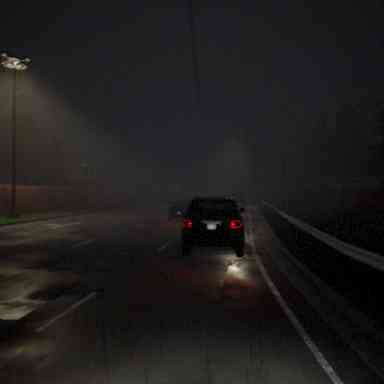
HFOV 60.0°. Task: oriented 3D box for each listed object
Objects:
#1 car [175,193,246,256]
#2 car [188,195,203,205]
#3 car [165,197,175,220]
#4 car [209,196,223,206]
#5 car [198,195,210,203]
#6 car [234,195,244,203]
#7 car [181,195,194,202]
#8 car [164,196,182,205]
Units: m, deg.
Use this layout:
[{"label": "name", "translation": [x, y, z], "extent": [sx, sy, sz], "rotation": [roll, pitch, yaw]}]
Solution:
[{"label": "car", "translation": [0.925, 1.186, 13.209], "extent": [2.150, 2.045, 5.566], "rotation": [0, 0, 7]}, {"label": "car", "translation": [0.672, 1.329, 56.423], "extent": [1.837, 1.490, 4.892], "rotation": [0, 0, 9]}, {"label": "car", "translation": [-0.564, 1.387, 26.854], "extent": [1.882, 1.535, 5.008], "rotation": [0, 0, 9]}, {"label": "car", "translation": [3.948, 1.422, 54.165], "extent": [1.994, 1.385, 4.181], "rotation": [0, 0, 9]}, {"label": "car", "translation": [2.370, 1.313, 66.703], "extent": [1.812, 1.442, 4.674], "rotation": [0, 0, 9]}, {"label": "car", "translation": [9.536, 1.386, 67.137], "extent": [1.812, 1.442, 4.674], "rotation": [0, 0, 9]}, {"label": "car", "translation": [-0.948, 1.299, 68.092], "extent": [1.812, 1.442, 4.674], "rotation": [0, 0, 9]}, {"label": "car", "translation": [-3.042, 1.401, 54.807], "extent": [1.895, 1.301, 4.718], "rotation": [0, 0, 9]}]
